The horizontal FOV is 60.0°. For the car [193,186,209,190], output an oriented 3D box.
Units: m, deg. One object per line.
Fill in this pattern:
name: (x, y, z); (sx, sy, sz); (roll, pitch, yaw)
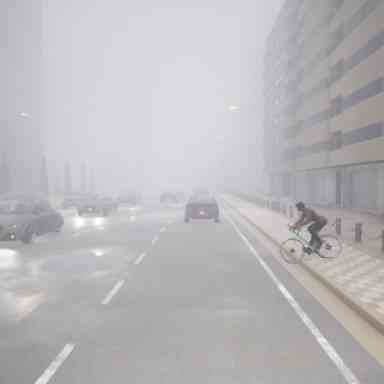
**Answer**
car: (1.270, -0.004, 45.701); (2.097, 1.767, 4.553); (0, 2, 1)

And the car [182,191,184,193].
car: (-2.189, 0.157, 48.429); (1.895, 1.301, 4.718); (0, 2, 1)

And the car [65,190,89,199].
car: (-9.826, 0.610, 29.432); (1.837, 1.490, 4.892); (0, 2, 2)

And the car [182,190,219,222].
car: (0.601, 0.877, 20.144); (1.882, 1.535, 5.008); (0, 2, 2)

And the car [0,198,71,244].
car: (-6.778, 1.152, 13.321); (1.994, 1.385, 4.181); (0, 2, 1)

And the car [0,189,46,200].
car: (-10.108, 0.752, 19.481); (2.097, 1.767, 4.553); (0, 2, 1)

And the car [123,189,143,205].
car: (-6.187, 0.469, 33.511); (1.882, 1.535, 5.008); (0, 2, 2)

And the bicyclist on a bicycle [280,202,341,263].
bicyclist on a bicycle: (3.134, 1.073, 8.919); (1.656, 1.620, 0.582); (-6, 2, 2)

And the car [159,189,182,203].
car: (-2.458, 0.432, 36.628); (1.812, 1.442, 4.674); (0, 1, 2)

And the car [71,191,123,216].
car: (-6.507, 0.858, 23.285); (1.994, 1.385, 4.181); (0, 2, 1)
